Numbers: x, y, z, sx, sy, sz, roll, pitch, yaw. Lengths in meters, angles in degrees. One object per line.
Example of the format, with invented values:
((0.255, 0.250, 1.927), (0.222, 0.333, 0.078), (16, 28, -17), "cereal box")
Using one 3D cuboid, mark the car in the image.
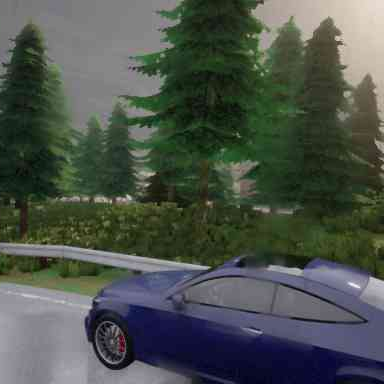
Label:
((0.779, 1.499, 4.083), (4.674, 1.442, 1.812), (1, 1, 31), "car")
